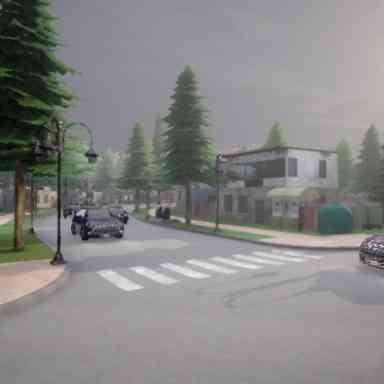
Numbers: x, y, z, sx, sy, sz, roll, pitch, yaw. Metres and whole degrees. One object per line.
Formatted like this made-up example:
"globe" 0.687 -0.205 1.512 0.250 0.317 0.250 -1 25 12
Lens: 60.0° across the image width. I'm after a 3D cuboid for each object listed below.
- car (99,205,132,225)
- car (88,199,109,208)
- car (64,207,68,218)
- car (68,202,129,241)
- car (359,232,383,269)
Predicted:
"car" -6.852 1.949 29.188 2.033 1.411 5.357 0 -1 -21
"car" -14.562 1.792 52.081 1.895 1.301 4.718 0 -1 1
"car" -12.751 1.992 36.425 2.033 1.411 5.357 0 -1 -13
"car" -5.428 1.664 18.953 2.097 1.767 4.553 1 -1 -29
"car" 7.663 1.500 10.365 4.553 1.767 2.097 -1 -2 -10
